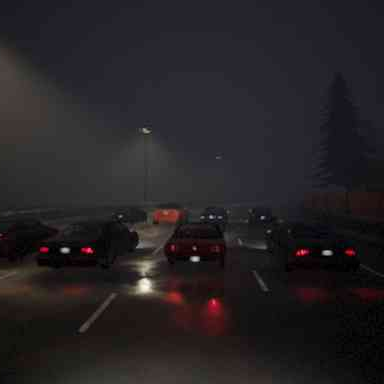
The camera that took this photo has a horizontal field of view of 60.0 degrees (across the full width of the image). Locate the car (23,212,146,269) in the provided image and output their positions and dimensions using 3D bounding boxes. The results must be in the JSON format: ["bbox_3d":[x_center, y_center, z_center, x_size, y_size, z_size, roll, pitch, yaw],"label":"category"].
[{"bbox_3d":[-3.288,1.663,11.580,2.033,1.411,5.357,0,-1,4],"label":"car"}]

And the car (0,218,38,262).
[{"bbox_3d":[-6.686,1.691,12.755,1.994,1.385,4.181,0,0,5],"label":"car"}]

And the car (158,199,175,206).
[{"bbox_3d":[-5.502,2.268,72.946,1.994,1.385,4.181,0,-1,25],"label":"car"}]

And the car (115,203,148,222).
[{"bbox_3d":[-5.020,1.831,27.087,1.994,1.385,4.181,0,0,10],"label":"car"}]

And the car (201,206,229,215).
[{"bbox_3d":[1.729,1.795,25.147,2.033,1.411,5.357,0,-1,10],"label":"car"}]

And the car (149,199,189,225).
[{"bbox_3d":[-1.559,1.612,26.548,2.097,1.767,4.553,0,-1,10],"label":"car"}]

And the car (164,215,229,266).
[{"bbox_3d":[0.273,1.721,12.097,1.895,1.301,4.718,0,-1,5],"label":"car"}]

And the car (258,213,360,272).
[{"bbox_3d":[3.699,1.658,11.165,2.033,1.411,5.357,0,-1,4],"label":"car"}]

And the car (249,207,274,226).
[{"bbox_3d":[5.389,1.817,25.637,1.994,1.385,4.181,0,0,10],"label":"car"}]

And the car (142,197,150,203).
[{"bbox_3d":[-8.584,2.326,74.611,1.895,1.301,4.718,0,-1,25],"label":"car"}]

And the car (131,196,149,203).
[{"bbox_3d":[-11.652,1.973,76.307,2.150,2.045,5.566,0,-1,25],"label":"car"}]

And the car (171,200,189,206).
[{"bbox_3d":[-2.445,2.294,71.225,1.895,1.301,4.718,0,-1,25],"label":"car"}]
